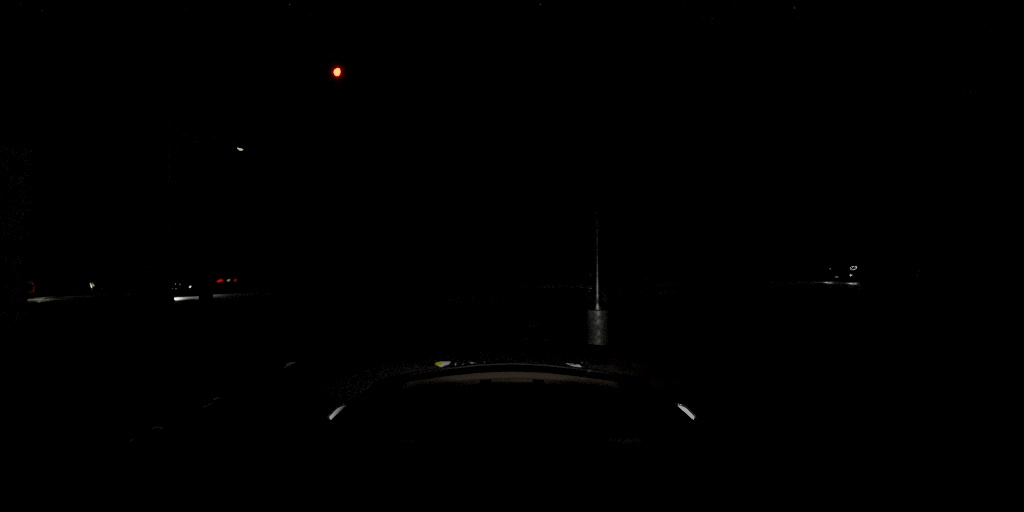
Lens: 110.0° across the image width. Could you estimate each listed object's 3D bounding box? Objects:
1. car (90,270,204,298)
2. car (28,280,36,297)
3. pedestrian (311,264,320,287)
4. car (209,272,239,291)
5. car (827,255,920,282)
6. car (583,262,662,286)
[{"bbox_3d":[-20.221,1.495,19.822,4.892,1.490,1.837,-1,-2,0],"label":"car"},{"bbox_3d":[-29.646,1.582,19.850,5.008,1.535,1.882,-1,-2,0],"label":"car"},{"bbox_3d":[-15.056,1.466,27.412,0.375,1.860,0.375,0,-1,0],"label":"pedestrian"},{"bbox_3d":[-21.082,1.685,23.519,5.357,1.411,2.033,-1,-2,0],"label":"car"},{"bbox_3d":[23.432,0.759,23.417,4.553,1.767,2.097,-1,-2,0],"label":"car"},{"bbox_3d":[7.139,1.152,23.451,5.008,1.535,1.882,-1,-2,0],"label":"car"}]
